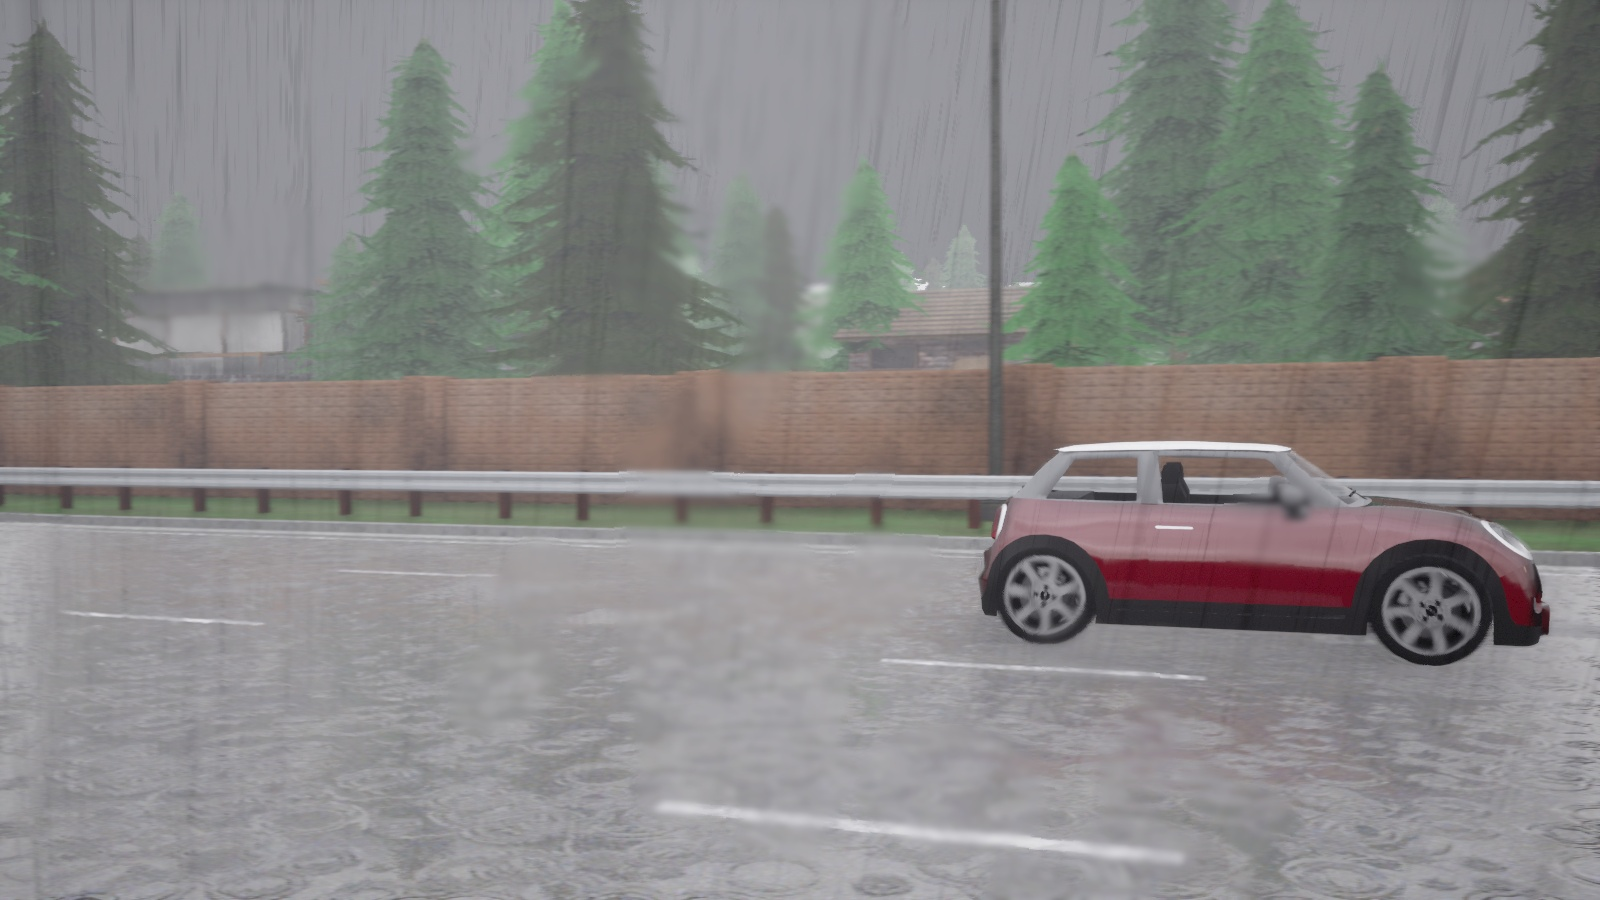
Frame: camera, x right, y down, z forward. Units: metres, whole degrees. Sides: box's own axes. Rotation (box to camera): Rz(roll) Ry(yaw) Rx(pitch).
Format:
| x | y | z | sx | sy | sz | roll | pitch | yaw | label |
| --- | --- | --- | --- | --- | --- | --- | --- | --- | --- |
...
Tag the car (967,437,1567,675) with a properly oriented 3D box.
| x | y | z | sx | sy | sz | roll | pitch | yaw | label |
| --- | --- | --- | --- | --- | --- | --- | --- | --- | --- |
| 3.334 | 0.653 | 9.456 | 3.806 | 1.475 | 1.970 | 1 | 1 | 19 | car |
